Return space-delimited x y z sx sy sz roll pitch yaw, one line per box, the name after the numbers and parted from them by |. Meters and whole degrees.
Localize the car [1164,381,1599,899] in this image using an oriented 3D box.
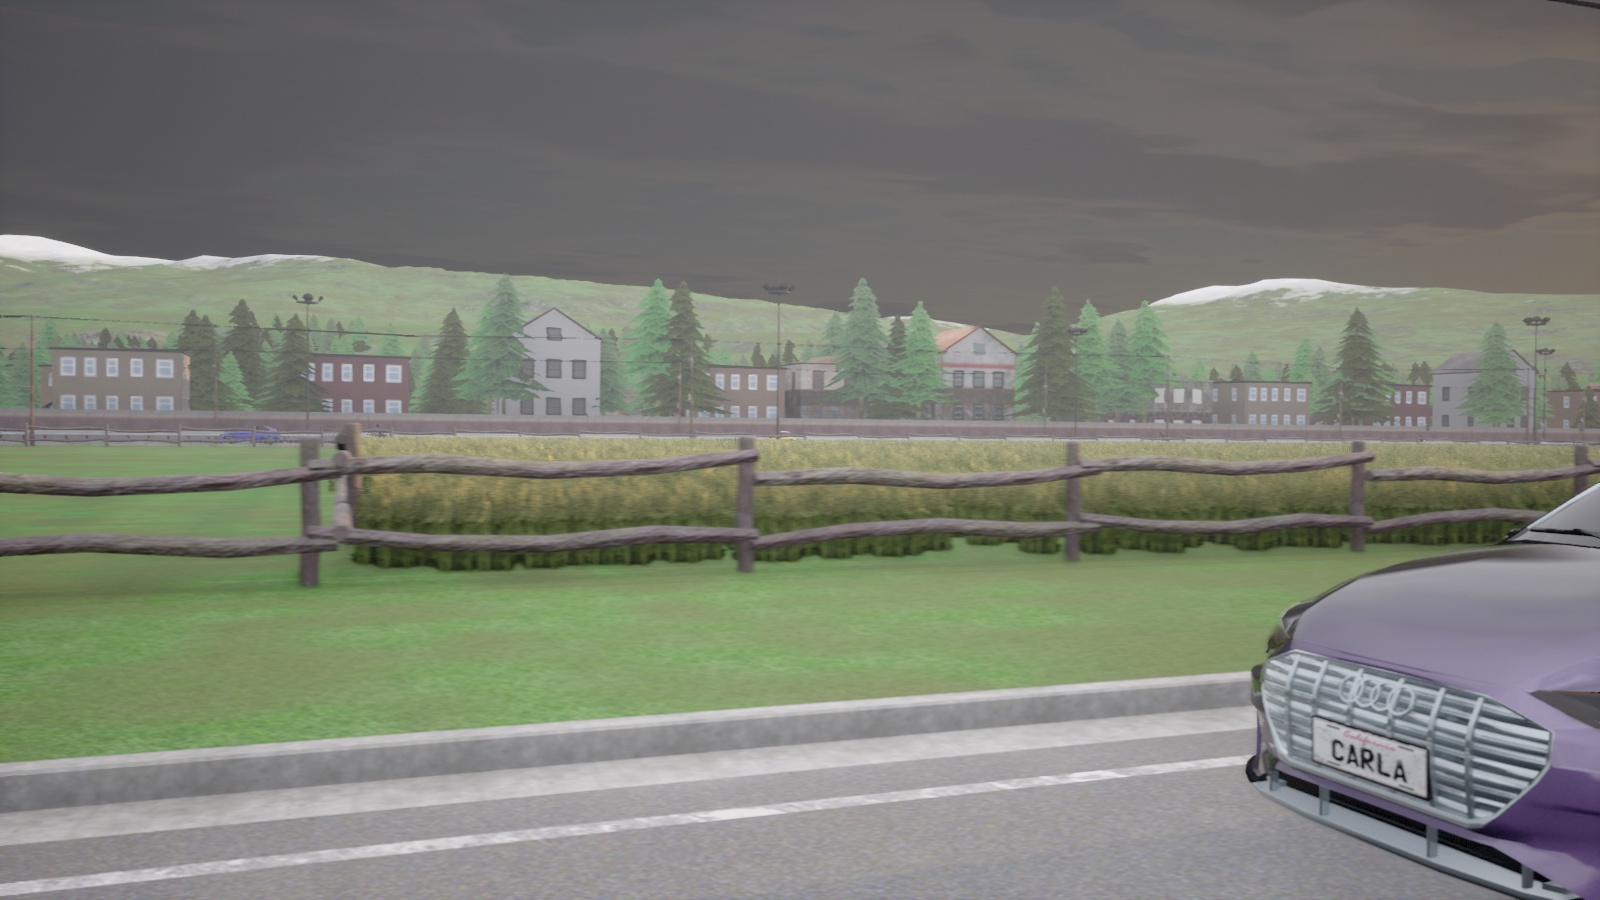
4.044 0.599 4.773 4.856 1.649 2.033 -1 1 -21 | car
